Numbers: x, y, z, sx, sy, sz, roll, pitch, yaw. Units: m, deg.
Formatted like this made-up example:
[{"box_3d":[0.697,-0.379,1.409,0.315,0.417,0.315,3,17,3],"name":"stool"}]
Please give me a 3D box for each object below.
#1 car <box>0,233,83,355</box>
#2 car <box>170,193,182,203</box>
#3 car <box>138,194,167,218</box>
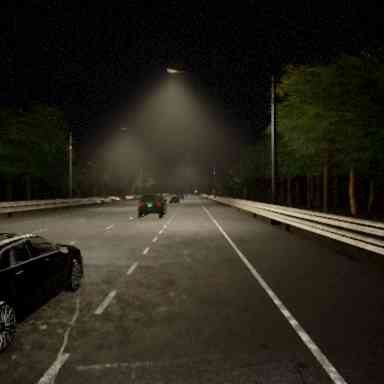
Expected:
[{"box_3d":[-3.501,1.492,6.006,2.128,1.511,4.902,0,0,0],"name":"car"},{"box_3d":[-3.508,1.574,69.317,1.812,1.442,4.674,0,0,0],"name":"car"},{"box_3d":[-3.504,1.229,30.241,2.150,2.045,5.566,0,0,0],"name":"car"}]
